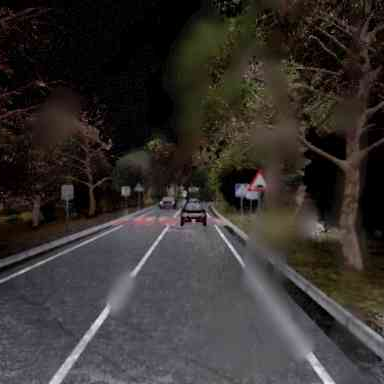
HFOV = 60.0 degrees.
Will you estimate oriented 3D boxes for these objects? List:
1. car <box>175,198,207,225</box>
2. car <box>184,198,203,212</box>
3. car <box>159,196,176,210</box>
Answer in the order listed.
[{"bbox_3d":[0.113,1.463,24.788,2.128,1.511,4.902,1,6,0],"label":"car"},{"bbox_3d":[0.210,1.545,41.474,2.128,1.511,4.902,0,0,1],"label":"car"},{"bbox_3d":[-3.125,1.380,44.473,2.097,1.767,4.553,0,1,2],"label":"car"}]
